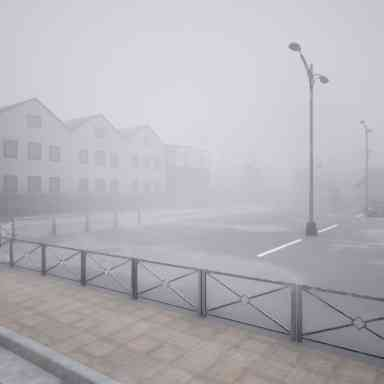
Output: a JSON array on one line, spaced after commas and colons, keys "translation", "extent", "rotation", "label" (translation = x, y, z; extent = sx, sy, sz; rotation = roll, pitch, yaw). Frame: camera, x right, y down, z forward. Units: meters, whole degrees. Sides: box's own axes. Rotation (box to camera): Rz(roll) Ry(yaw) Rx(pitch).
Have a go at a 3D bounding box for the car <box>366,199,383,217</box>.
[{"translation": [15.362, 1.298, 26.847], "extent": [2.007, 1.523, 4.514], "rotation": [0, 0, 35], "label": "car"}]
